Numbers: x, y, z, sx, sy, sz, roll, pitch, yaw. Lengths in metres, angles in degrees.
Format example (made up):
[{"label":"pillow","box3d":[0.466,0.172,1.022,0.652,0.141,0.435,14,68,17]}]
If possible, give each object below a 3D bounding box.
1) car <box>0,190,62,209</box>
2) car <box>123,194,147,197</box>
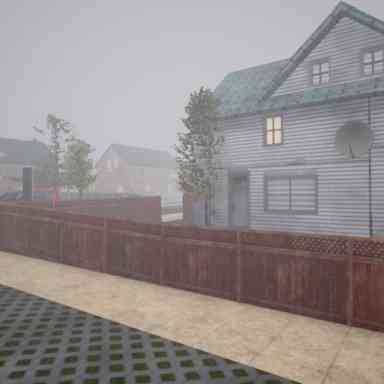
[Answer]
[{"label":"car","box3d":[-11.215,0.917,21.762,2.150,2.045,5.566,-1,1,36]},{"label":"car","box3d":[-5.331,0.945,29.927,2.128,1.511,4.902,-1,1,36]}]
